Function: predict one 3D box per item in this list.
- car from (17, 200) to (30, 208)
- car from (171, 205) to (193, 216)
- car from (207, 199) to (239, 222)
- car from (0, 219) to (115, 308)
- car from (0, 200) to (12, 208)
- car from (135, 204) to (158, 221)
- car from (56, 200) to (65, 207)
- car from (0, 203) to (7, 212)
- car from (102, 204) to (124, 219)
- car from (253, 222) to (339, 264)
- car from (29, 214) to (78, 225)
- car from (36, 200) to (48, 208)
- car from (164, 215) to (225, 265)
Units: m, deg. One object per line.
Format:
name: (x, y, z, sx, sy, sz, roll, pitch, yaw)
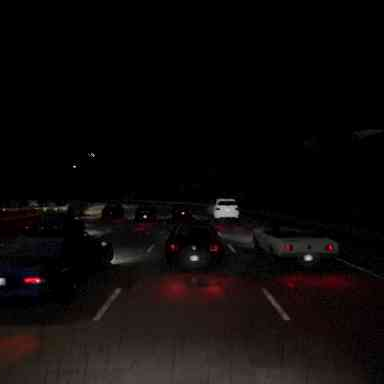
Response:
car: (-34.139, 2.387, 67.394, 1.882, 1.535, 5.008, 0, -1, -21)
car: (-1.058, 2.019, 33.612, 1.994, 1.385, 4.181, 0, -1, -6)
car: (2.785, 1.633, 30.757, 2.150, 2.045, 5.566, 0, -1, -5)
car: (-3.433, 1.668, 8.406, 2.033, 1.411, 5.357, 0, -1, 0)
car: (-37.545, 2.336, 66.504, 2.033, 1.411, 5.357, 0, -1, -21)
car: (-4.369, 1.940, 31.674, 1.837, 1.490, 4.892, 0, 0, -6)
car: (-27.612, 2.397, 69.924, 1.882, 1.535, 5.008, 0, -1, -21)
car: (-18.424, 1.953, 29.569, 1.812, 1.442, 4.674, 0, -1, -5)
car: (-8.227, 1.961, 34.912, 1.882, 1.535, 5.008, 0, -1, -7)
car: (3.559, 1.764, 12.420, 1.895, 1.301, 4.718, 0, -1, 0)
car: (-7.030, 1.810, 17.381, 1.994, 1.385, 4.181, 0, -1, -1)
car: (-30.875, 2.414, 68.659, 1.837, 1.490, 4.892, 0, -1, -21)
car: (0.059, 1.769, 12.410, 1.895, 1.301, 4.718, 0, -1, 0)
